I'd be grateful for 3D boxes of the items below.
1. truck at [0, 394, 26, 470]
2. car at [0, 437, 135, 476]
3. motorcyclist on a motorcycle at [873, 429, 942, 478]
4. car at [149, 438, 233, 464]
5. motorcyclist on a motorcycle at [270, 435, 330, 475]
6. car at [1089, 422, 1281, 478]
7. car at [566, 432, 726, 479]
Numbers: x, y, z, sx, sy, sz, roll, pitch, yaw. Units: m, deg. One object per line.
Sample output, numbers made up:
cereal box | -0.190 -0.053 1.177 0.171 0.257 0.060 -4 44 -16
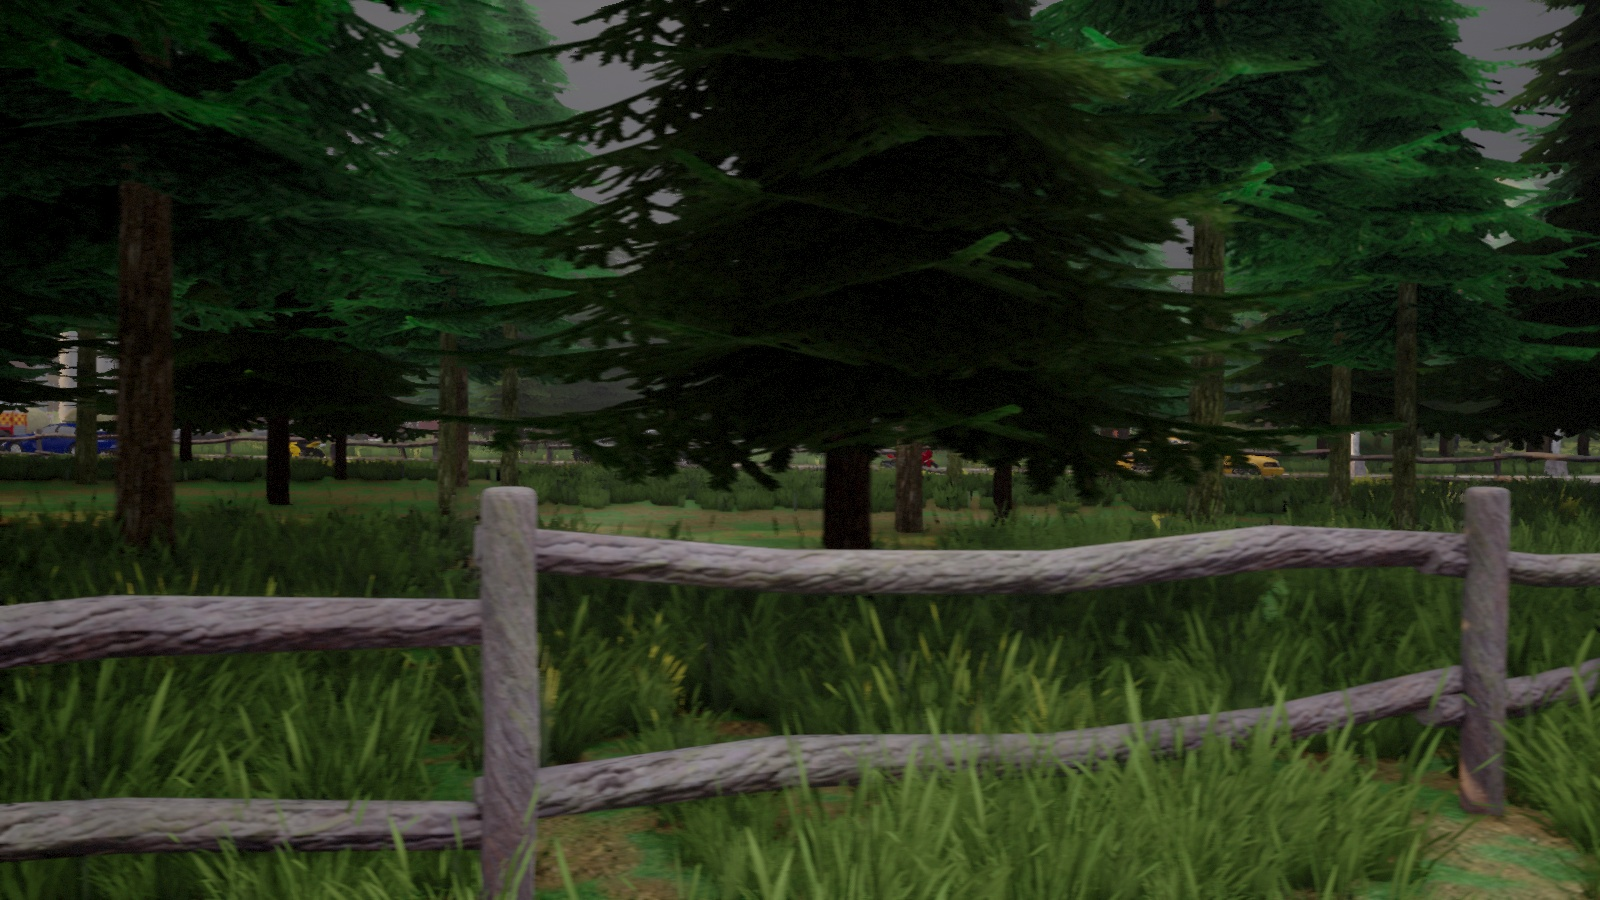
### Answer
truck | -42.172 -0.853 61.169 2.891 3.827 8.468 0 1 7
car | -30.002 0.275 51.349 5.008 1.535 1.882 0 1 15
motorcyclist on a motorcycle | 3.389 0.101 39.538 2.044 1.523 0.797 0 1 13
car | -36.237 0.040 74.903 1.837 1.490 4.892 0 1 12
motorcyclist on a motorcycle | -19.326 0.205 48.545 2.044 1.523 0.797 0 1 14
car | 11.417 -0.001 37.624 5.366 1.575 1.801 0 1 13
car | -5.071 0.186 41.563 4.892 1.490 1.837 0 1 14
